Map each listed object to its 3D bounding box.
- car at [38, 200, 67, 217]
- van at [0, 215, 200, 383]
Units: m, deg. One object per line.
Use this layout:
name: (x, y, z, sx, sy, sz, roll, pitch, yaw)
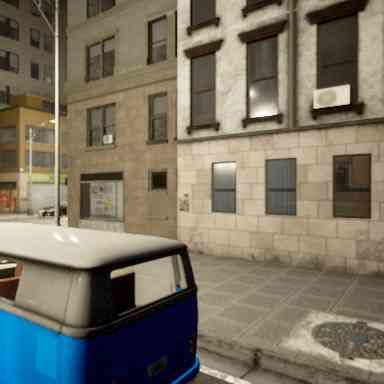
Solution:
car: (-10.297, 1.396, 27.716, 2.128, 1.511, 4.902, 0, 0, 34)
van: (-1.828, 1.339, 4.068, 3.998, 1.788, 1.690, 0, 0, 35)
